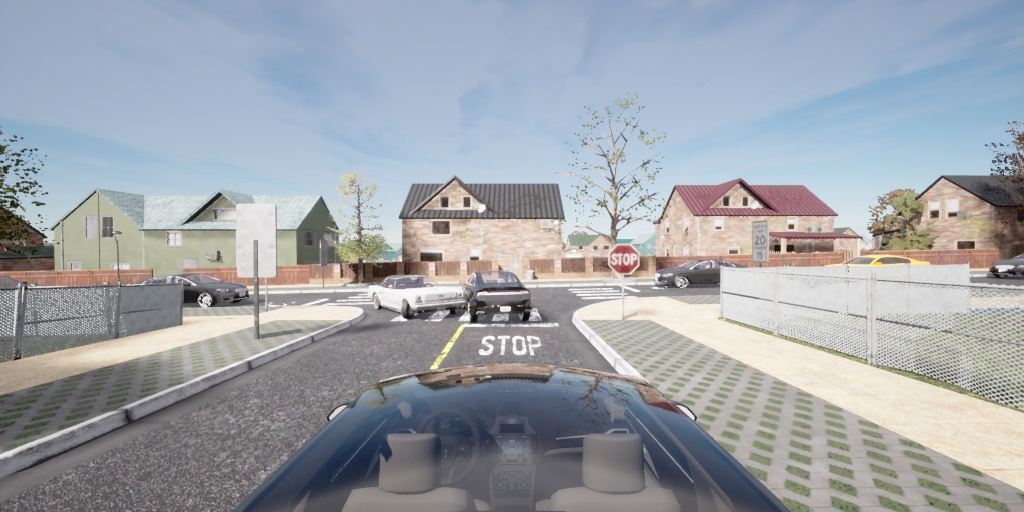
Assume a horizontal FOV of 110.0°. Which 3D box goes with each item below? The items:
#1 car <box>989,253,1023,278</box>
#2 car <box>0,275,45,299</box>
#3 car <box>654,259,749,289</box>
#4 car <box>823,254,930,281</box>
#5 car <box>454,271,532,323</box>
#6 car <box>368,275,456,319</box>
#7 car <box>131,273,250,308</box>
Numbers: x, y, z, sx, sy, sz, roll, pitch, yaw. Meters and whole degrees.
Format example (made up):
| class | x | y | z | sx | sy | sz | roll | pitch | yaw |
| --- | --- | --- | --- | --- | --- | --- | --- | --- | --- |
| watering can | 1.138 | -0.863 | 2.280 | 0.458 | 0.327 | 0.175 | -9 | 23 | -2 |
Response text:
| class | x | y | z | sx | sy | sz | roll | pitch | yaw |
| --- | --- | --- | --- | --- | --- | --- | --- | --- | --- |
| car | 29.385 | 0.478 | 19.673 | 4.902 | 1.511 | 2.128 | -1 | 1 | 0 |
| car | -24.240 | 1.648 | 16.507 | 4.553 | 1.767 | 2.097 | -1 | 1 | 0 |
| car | 10.330 | 0.926 | 19.600 | 4.902 | 1.511 | 2.128 | -1 | 1 | 0 |
| car | 19.761 | 0.690 | 19.637 | 5.008 | 1.535 | 1.882 | -1 | 1 | -1 |
| car | -0.686 | 1.243 | 12.192 | 2.128 | 1.511 | 4.902 | 0 | 0 | -12 |
| car | -3.602 | 1.368 | 13.051 | 1.895 | 1.301 | 4.718 | 0 | 0 | -38 |
| car | -14.903 | 1.567 | 16.547 | 4.902 | 1.511 | 2.128 | -1 | 1 | 0 |
